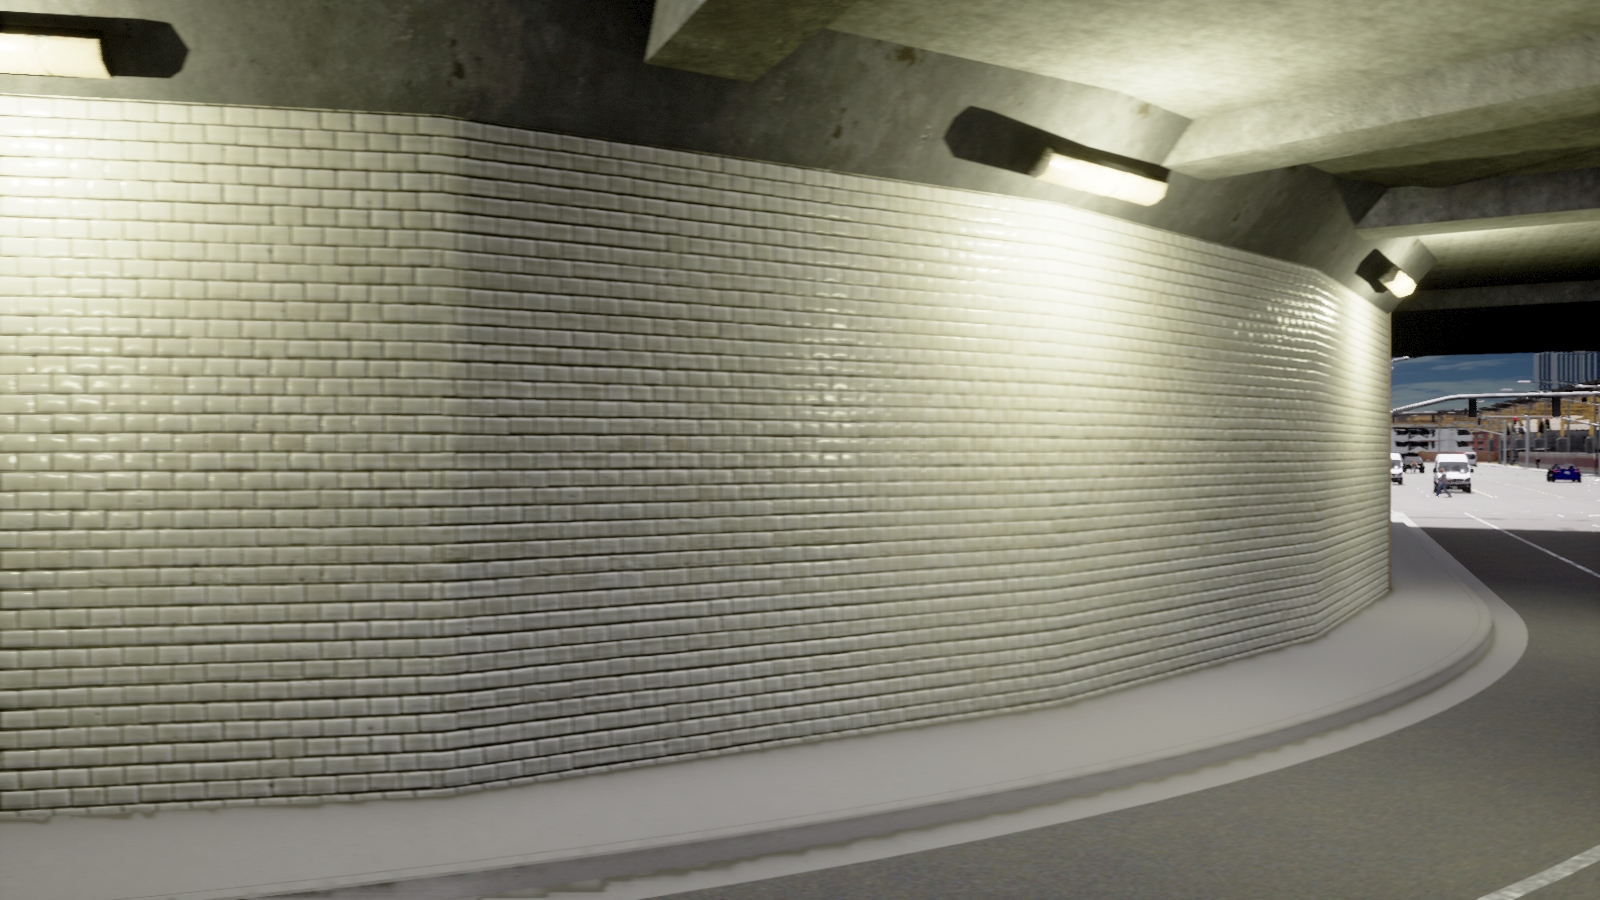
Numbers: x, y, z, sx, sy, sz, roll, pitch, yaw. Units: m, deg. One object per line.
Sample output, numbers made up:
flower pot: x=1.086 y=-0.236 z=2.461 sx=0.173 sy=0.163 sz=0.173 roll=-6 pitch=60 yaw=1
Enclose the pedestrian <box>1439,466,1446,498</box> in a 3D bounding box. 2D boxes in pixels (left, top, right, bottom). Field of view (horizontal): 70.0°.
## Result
pedestrian: x=38.378 y=1.900 z=68.256 sx=0.375 sy=1.860 sz=0.375 roll=0 pitch=0 yaw=25
